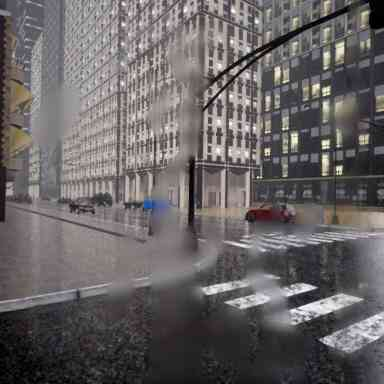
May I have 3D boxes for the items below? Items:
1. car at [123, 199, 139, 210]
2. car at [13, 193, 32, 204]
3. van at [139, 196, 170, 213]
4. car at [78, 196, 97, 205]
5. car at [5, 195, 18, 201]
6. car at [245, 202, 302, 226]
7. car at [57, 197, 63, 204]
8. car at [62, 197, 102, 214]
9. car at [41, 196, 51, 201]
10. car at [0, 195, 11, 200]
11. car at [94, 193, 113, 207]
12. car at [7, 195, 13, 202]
[{"bbox_3d":[-7.367,1.584,42.326,2.008,1.369,4.403,1,-1,-35],"label":"car"},{"bbox_3d":[-30.545,1.155,60.508,2.192,1.841,5.009,1,-1,-35],"label":"car"},{"bbox_3d":[-4.093,1.382,37.722,1.690,1.788,3.998,1,-1,-35],"label":"van"},{"bbox_3d":[-18.520,1.525,58.824,1.837,1.490,4.892,1,-1,-35],"label":"car"},{"bbox_3d":[-40.358,1.378,74.323,2.008,1.369,4.403,1,-1,-35],"label":"car"},{"bbox_3d":[5.715,1.505,23.904,1.967,1.590,4.097,1,-1,-35],"label":"car"},{"bbox_3d":[-22.620,1.522,59.328,1.994,1.385,4.181,1,-1,-35],"label":"car"},{"bbox_3d":[-10.929,1.427,32.870,2.008,1.369,4.403,1,-1,-35],"label":"car"},{"bbox_3d":[-36.797,1.570,83.778,1.802,1.307,4.206,1,-1,-35],"label":"car"},{"bbox_3d":[-46.802,1.365,83.399,1.752,1.417,4.829,1,-1,-35],"label":"car"},{"bbox_3d":[-14.513,1.255,53.121,2.150,2.045,5.566,1,-1,-35],"label":"car"},{"bbox_3d":[-37.088,1.397,69.717,1.947,1.339,4.313,1,-1,-35],"label":"car"}]
